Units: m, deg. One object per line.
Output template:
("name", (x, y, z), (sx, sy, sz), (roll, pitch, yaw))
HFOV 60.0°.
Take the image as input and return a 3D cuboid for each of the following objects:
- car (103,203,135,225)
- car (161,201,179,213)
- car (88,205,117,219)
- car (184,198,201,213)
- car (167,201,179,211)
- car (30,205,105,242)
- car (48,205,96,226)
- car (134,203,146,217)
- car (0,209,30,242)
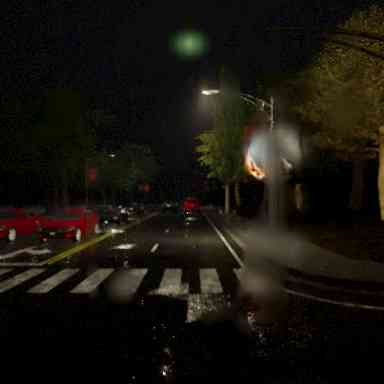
("car", (-6.483, 1.923, 27.891), (2.033, 1.411, 5.357), (0, -1, 0))
("car", (-3.209, 2.060, 47.341), (2.097, 1.767, 4.553), (0, -1, 0))
("car", (-9.718, 2.120, 36.509), (1.895, 1.301, 4.718), (0, -1, 0))
("car", (0.041, 1.924, 47.009), (2.150, 2.045, 5.566), (0, -1, 0))
("car", (-3.200, 2.399, 57.396), (1.837, 1.490, 4.892), (0, -1, 0))
("car", (-6.484, 1.700, 17.968), (1.882, 1.535, 5.008), (0, -1, 0))
("car", (-9.737, 1.860, 27.476), (2.128, 1.511, 4.902), (0, -1, 0))
("car", (-6.467, 2.052, 38.136), (1.837, 1.490, 4.892), (0, -1, 0))
("car", (-9.734, 1.700, 17.971), (1.882, 1.535, 5.008), (0, -1, 0))
